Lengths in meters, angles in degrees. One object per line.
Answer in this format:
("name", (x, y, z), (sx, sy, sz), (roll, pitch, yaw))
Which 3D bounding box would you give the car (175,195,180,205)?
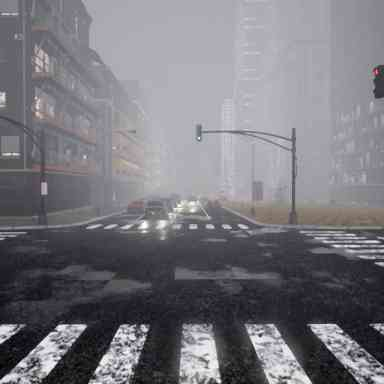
("car", (-3.143, 1.530, 48.722), (1.812, 1.442, 4.674), (0, 0, 0))

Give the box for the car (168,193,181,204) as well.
("car", (-3.105, 1.230, 59.279), (2.150, 2.045, 5.566), (0, 0, 1))

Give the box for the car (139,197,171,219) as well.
("car", (-3.131, 1.505, 29.292), (1.837, 1.490, 4.892), (0, 0, 0))

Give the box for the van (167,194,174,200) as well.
("van", (-5.805, 1.365, 91.808), (1.690, 1.788, 3.998), (-1, 0, 0))

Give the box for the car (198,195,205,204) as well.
("car", (2.576, 1.561, 63.631), (2.008, 1.369, 4.403), (-1, 0, 0))

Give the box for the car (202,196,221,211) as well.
("car", (2.601, 1.547, 41.035), (1.887, 1.381, 4.507), (-1, 0, 0))

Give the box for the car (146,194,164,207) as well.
("car", (-5.761, 1.321, 52.267), (2.192, 1.841, 5.009), (-1, 0, 0))

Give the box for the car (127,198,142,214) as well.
("car", (-5.739, 1.546, 35.320), (1.887, 1.381, 4.507), (-1, 0, 0))

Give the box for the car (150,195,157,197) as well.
("car", (-5.747, 1.443, 40.969), (1.967, 1.590, 4.097), (-1, 0, 0))

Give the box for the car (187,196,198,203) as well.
("car", (0.025, 1.491, 69.750), (1.882, 1.535, 5.008), (0, 0, 0))

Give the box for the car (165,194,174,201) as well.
("car", (-5.799, 1.336, 86.161), (2.192, 1.841, 5.009), (-1, 0, 0))

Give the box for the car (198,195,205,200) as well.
("car", (2.544, 1.550, 92.047), (1.752, 1.417, 4.829), (-1, 0, 0))

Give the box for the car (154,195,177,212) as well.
("car", (-3.138, 1.480, 38.839), (1.882, 1.535, 5.008), (0, 0, 0))

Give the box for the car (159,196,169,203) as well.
("car", (-5.777, 1.595, 69.214), (1.802, 1.307, 4.206), (-1, 0, 0))

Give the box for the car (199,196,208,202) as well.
("car", (2.564, 1.560, 74.929), (1.887, 1.381, 4.507), (-1, 0, 0))
